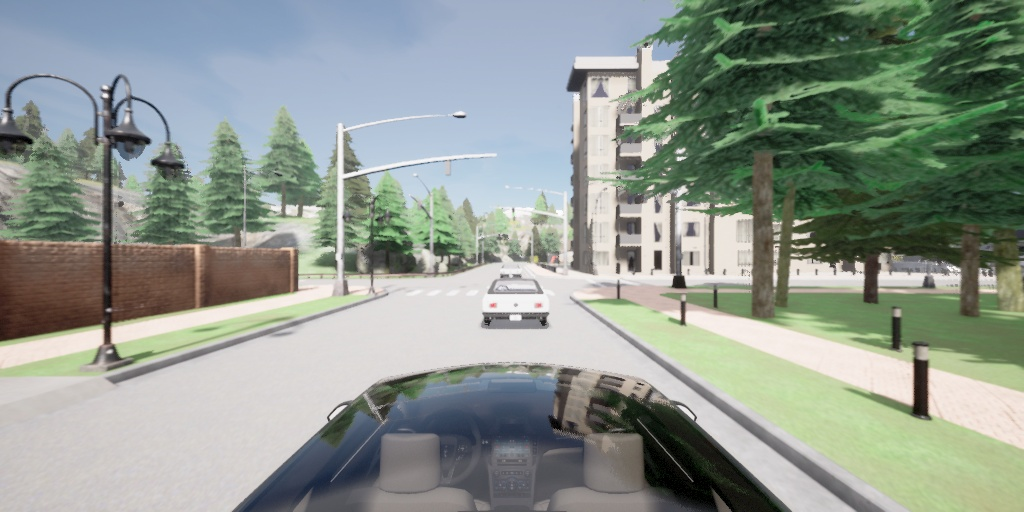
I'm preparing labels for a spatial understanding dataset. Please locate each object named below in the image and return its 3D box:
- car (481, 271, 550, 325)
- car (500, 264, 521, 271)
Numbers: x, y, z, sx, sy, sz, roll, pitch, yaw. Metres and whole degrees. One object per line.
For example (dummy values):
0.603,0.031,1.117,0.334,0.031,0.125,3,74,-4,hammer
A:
0.103,1.354,11.818,1.895,1.301,4.718,0,0,0,car
-0.120,1.378,32.722,1.895,1.301,4.718,0,0,0,car
